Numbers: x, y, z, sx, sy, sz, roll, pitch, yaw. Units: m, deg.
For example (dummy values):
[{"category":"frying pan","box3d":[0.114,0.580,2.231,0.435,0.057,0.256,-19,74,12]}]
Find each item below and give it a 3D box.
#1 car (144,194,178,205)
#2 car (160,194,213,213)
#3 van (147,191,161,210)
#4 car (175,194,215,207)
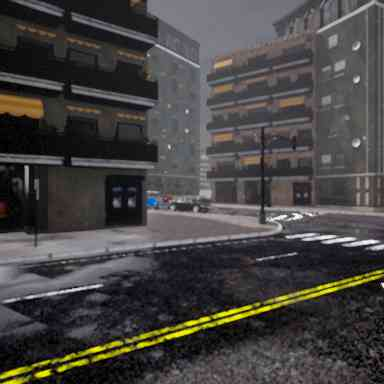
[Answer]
[{"category":"car","box3d":[-4.054,0.949,42.847,4.206,1.307,1.802,1,0,37]},{"category":"car","box3d":[-0.253,1.128,29.538,4.403,1.369,2.008,1,0,37]},{"category":"van","box3d":[-4.671,0.808,32.849,3.998,1.788,1.690,1,0,37]},{"category":"car","box3d":[0.370,1.028,39.537,4.403,1.369,2.008,1,0,37]}]
